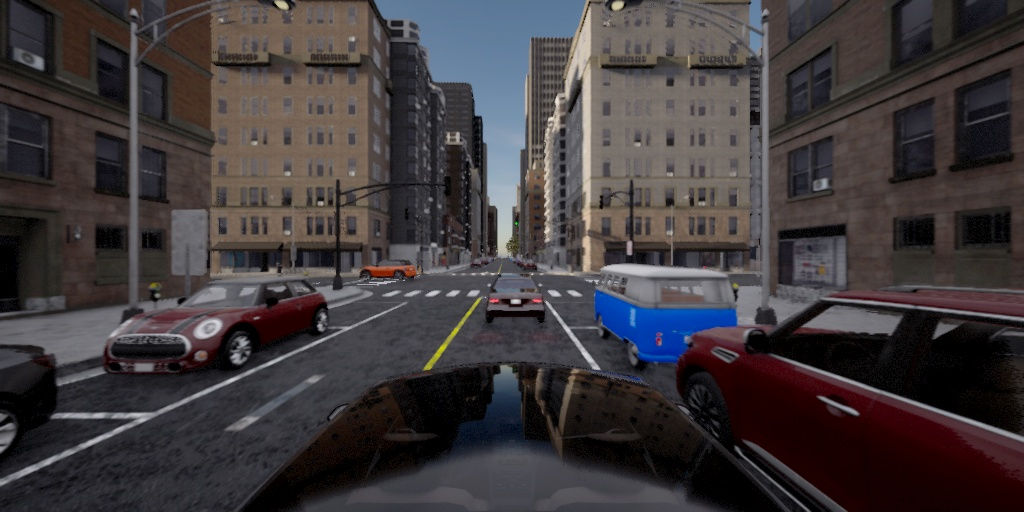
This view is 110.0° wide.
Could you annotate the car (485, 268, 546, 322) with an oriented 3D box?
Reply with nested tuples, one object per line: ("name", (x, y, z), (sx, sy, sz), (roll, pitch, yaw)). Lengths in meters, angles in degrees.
("car", (0.100, 1.296, 12.329), (2.033, 1.411, 5.357), (0, 0, 0))

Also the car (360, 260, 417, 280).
("car", (-10.571, 1.110, 30.517), (4.553, 1.767, 2.097), (0, 0, 12))

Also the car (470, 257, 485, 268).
("car", (-6.209, 1.221, 62.540), (1.967, 1.591, 4.097), (0, 0, -1))

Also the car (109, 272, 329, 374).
("car", (-5.670, 1.189, 7.517), (1.967, 1.591, 4.097), (0, 0, 0))

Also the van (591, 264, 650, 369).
("van", (2.856, 1.090, 7.524), (1.690, 1.789, 3.998), (0, 0, 0))

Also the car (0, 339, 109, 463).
("car", (-5.669, 1.316, 1.992), (1.948, 1.339, 4.313), (0, 0, 0))

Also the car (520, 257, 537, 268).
("car", (2.564, 1.211, 51.413), (1.967, 1.591, 4.097), (0, 0, -1))

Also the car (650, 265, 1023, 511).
("car", (2.857, 1.065, 2.000), (2.192, 1.841, 5.009), (0, 0, 0))

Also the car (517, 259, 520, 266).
("car", (2.314, 1.364, 62.720), (1.802, 1.307, 4.207), (0, 0, -1))
